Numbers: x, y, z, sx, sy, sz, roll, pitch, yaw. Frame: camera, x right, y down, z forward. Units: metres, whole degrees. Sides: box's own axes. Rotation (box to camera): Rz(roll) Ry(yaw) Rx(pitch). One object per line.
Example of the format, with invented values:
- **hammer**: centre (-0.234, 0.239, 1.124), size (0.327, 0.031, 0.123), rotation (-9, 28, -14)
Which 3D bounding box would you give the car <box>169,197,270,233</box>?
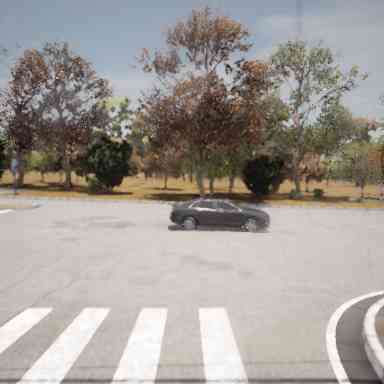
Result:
- **car**: centre (1.338, 1.049, 16.318), size (4.892, 1.490, 1.837), rotation (2, 4, 3)
